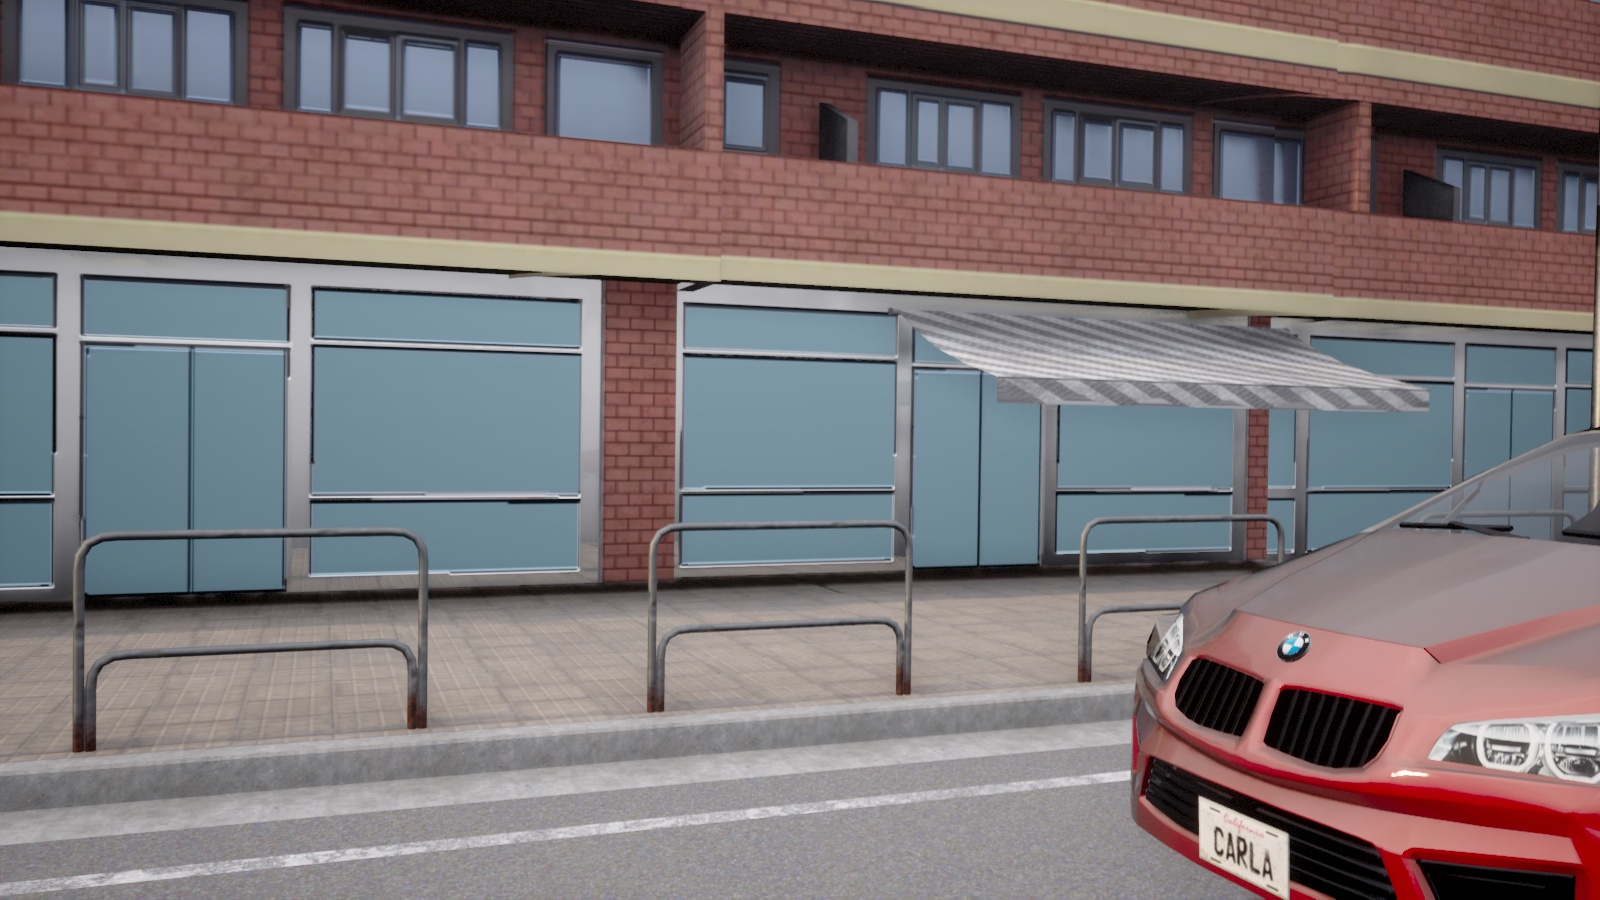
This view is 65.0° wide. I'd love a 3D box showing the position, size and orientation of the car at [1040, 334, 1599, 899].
[{"bbox_3d":[3.470,0.542,4.556,4.611,1.667,2.242,-1,1,-21],"label":"car"}]
